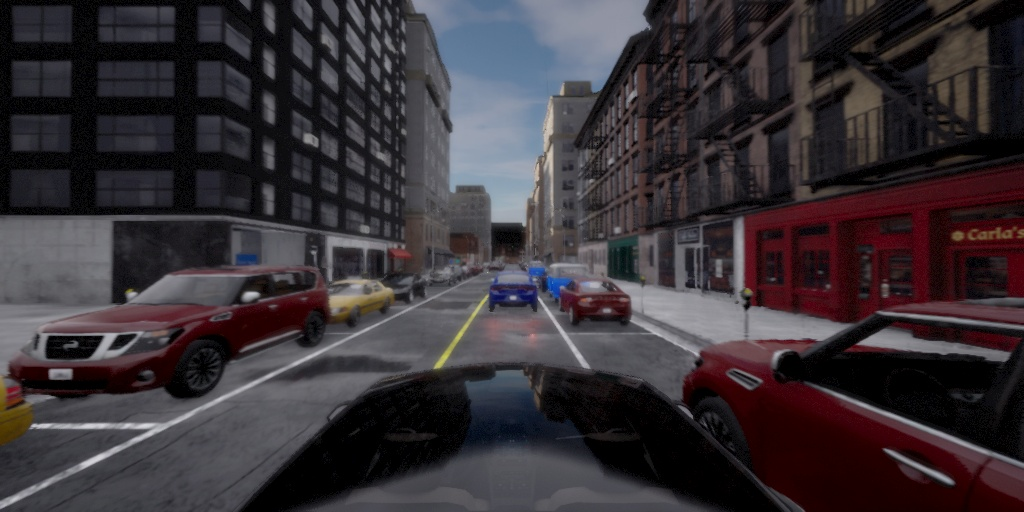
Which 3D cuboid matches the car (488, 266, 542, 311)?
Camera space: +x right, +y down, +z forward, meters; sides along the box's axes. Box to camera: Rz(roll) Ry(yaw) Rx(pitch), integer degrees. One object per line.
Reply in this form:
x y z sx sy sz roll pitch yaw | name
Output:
0.061 1.376 15.384 1.882 1.535 5.008 0 0 0 | car

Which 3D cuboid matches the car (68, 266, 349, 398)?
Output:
-5.386 1.121 6.788 2.192 1.841 5.009 0 0 0 | car

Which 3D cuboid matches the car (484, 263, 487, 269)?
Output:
-5.365 1.767 55.471 1.967 1.591 4.097 0 0 0 | car

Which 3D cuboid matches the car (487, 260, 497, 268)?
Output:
-2.787 1.714 58.693 2.097 1.767 4.553 0 -1 0 | car

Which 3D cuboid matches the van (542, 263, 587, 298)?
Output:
2.644 1.263 17.604 1.690 1.789 3.998 0 0 0 | van

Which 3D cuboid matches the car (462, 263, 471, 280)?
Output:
-5.374 1.662 33.835 1.948 1.339 4.313 0 0 0 | car

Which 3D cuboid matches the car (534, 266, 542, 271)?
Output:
2.646 1.546 23.013 1.948 1.339 4.313 0 0 0 | car

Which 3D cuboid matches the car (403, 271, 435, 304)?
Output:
-5.381 1.489 17.607 1.948 1.339 4.313 0 0 0 | car

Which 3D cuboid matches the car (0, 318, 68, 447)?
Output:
-5.388 1.272 1.209 1.751 1.417 4.829 0 0 0 | car

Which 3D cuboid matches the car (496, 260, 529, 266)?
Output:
0.058 1.397 29.102 2.097 1.767 4.553 0 -1 1 | car

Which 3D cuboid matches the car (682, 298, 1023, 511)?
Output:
2.637 1.061 1.376 2.192 1.841 5.009 0 0 0 | car

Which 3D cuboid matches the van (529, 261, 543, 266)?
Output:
2.653 1.494 39.240 1.690 1.789 3.998 0 0 0 | van

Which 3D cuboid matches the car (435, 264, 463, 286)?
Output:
-5.377 1.589 28.426 2.007 1.370 4.403 0 0 0 | car

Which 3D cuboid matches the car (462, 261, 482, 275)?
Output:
-5.370 1.526 44.653 2.192 1.841 5.009 0 0 0 | car

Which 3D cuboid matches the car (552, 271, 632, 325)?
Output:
2.642 1.409 12.195 1.888 1.381 4.507 0 0 0 | car

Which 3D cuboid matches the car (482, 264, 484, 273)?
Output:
-5.368 1.709 50.062 1.967 1.591 4.097 0 0 0 | car

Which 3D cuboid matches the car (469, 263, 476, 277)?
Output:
-5.372 1.736 39.244 1.802 1.307 4.207 0 0 0 | car

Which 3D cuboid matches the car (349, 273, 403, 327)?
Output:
-5.383 1.390 12.028 1.751 1.417 4.829 0 0 0 | car
